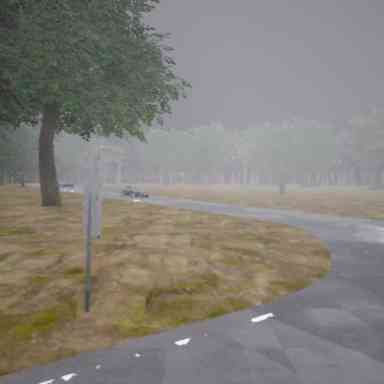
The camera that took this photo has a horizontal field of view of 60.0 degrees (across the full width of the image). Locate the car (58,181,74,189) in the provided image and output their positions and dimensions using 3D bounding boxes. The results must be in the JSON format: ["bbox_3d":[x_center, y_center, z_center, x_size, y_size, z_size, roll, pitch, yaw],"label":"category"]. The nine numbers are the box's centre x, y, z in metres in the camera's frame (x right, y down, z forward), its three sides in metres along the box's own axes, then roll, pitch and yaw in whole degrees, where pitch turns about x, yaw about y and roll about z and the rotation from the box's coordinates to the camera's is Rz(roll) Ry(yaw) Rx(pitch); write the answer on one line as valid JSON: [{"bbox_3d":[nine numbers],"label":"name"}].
[{"bbox_3d":[-22.690,-1.258,59.893,1.895,1.301,4.718,2,1,-35],"label":"car"}]

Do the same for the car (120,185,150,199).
[{"bbox_3d":[-6.719,-0.019,38.830,1.837,1.490,4.892,2,1,-38],"label":"car"}]
